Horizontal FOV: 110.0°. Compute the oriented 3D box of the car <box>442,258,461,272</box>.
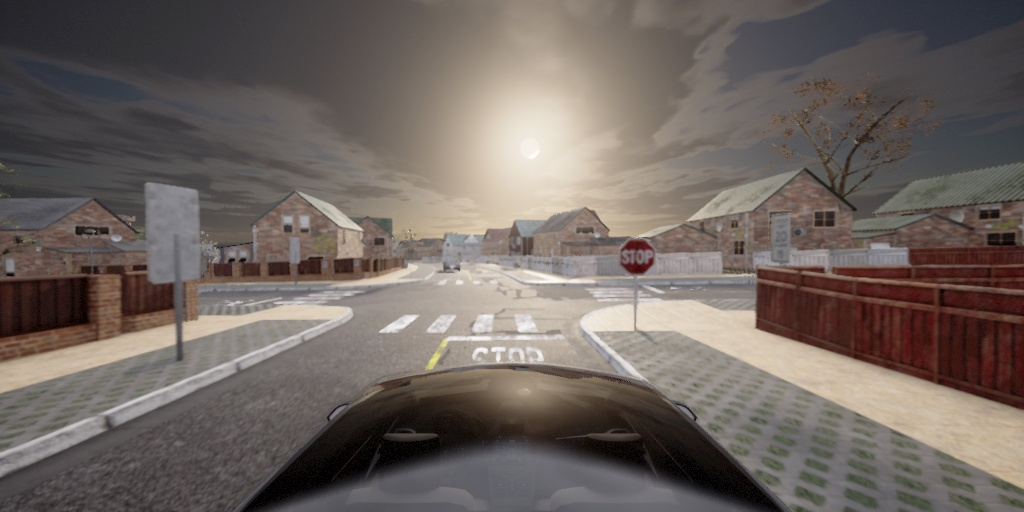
[{"bbox_3d":[-6.739,0.979,40.290,2.128,1.511,4.902,0,0,-11],"label":"car"}]
